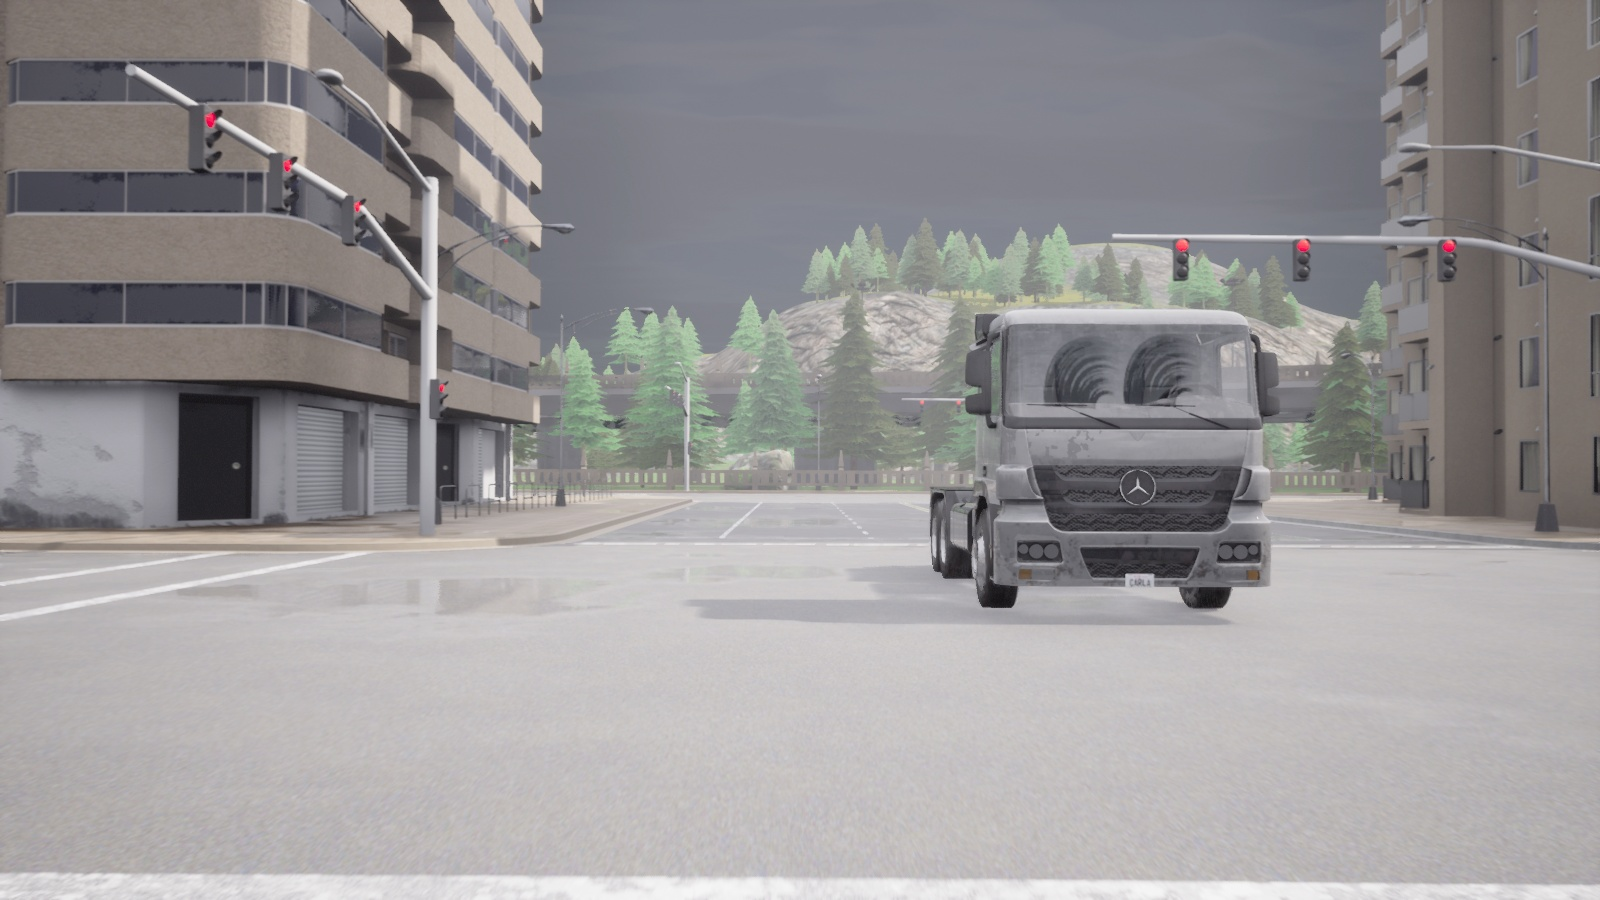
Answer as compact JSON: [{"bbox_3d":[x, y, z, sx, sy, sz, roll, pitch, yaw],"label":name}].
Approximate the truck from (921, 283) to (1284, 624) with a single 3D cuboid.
[{"bbox_3d":[3.457,0.100,16.768,2.891,3.462,7.936,0,-1,0],"label":"truck"}]
